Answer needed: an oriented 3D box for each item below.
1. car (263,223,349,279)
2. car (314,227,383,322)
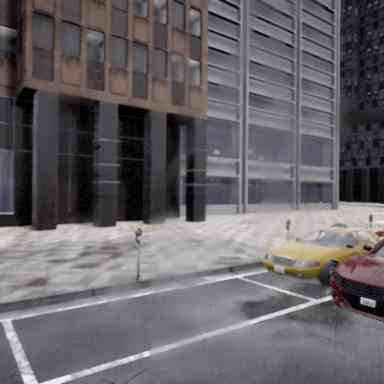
[{"bbox_3d":[4.122,1.601,9.592,4.829,1.417,1.752,1,0,-35],"label":"car"},{"bbox_3d":[4.900,1.545,6.864,5.008,1.535,1.882,1,0,-35],"label":"car"}]
